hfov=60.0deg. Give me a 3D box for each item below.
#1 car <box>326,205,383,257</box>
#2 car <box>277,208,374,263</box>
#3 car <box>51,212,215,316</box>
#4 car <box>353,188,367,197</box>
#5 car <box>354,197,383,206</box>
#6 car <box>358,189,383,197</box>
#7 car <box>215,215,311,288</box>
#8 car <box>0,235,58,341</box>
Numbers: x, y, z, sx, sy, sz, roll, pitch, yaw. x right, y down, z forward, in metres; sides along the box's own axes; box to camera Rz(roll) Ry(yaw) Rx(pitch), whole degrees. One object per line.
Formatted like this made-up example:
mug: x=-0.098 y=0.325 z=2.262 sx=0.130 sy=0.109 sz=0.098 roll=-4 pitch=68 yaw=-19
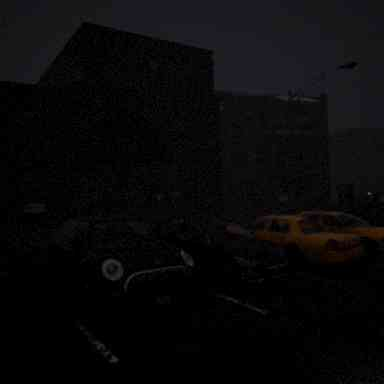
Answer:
car: x=5.486 y=1.404 z=12.690 sx=1.946 sy=1.575 sz=5.366 roll=0 pitch=0 yaw=-36
car: x=2.878 y=1.422 z=11.284 sx=1.946 sy=1.575 sz=5.366 roll=0 pitch=0 yaw=-35
car: x=-1.817 y=1.337 z=7.746 sx=2.185 sy=1.767 sz=4.553 roll=0 pitch=0 yaw=-36
car: x=23.272 y=0.252 z=45.514 sx=2.097 sy=1.767 sz=4.553 roll=-4 pitch=0 yaw=-22
car: x=7.790 y=1.258 z=14.524 sx=2.185 sy=1.767 sz=4.553 roll=-1 pitch=0 yaw=-36
car: x=12.486 y=1.026 z=17.877 sx=2.435 sy=2.045 sz=5.566 roll=-1 pitch=1 yaw=-35
car: x=0.488 y=1.446 z=9.360 sx=2.231 sy=1.521 sz=4.892 roll=0 pitch=0 yaw=-36
car: x=-4.207 y=1.510 z=6.039 sx=2.163 sy=1.488 sz=4.792 roll=0 pitch=0 yaw=-36
